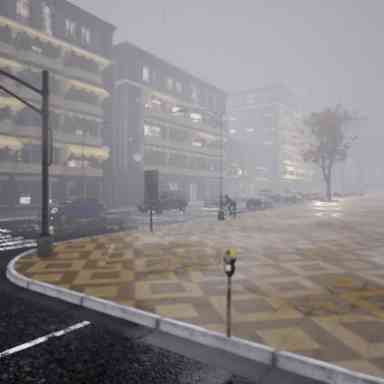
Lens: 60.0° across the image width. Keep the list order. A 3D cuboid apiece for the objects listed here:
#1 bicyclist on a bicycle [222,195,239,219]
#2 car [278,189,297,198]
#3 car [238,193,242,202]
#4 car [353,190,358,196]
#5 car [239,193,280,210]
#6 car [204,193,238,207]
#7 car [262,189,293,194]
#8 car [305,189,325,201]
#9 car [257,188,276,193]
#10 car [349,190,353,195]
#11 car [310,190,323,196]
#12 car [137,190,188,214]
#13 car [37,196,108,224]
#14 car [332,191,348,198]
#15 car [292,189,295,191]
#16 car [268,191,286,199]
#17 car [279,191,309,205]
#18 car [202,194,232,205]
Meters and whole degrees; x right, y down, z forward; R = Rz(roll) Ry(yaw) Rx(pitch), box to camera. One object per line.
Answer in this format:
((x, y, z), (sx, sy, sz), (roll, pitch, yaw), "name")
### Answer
((2.485, 1.035, 22.665), (1.656, 1.620, 0.582), (0, 1, 35), "bicyclist on a bicycle")
((19.184, 0.264, 66.659), (2.192, 1.841, 5.009), (2, 2, 35), "car")
((6.501, 0.844, 48.350), (2.008, 1.369, 4.403), (2, 2, 35), "car")
((38.751, 0.104, 80.206), (1.967, 1.590, 4.097), (1, 2, 35), "car")
((7.051, 1.073, 34.422), (2.008, 1.369, 4.403), (2, 2, 35), "car")
((3.192, 0.985, 39.022), (1.812, 1.442, 4.674), (0, 1, 35), "car")
((11.921, 0.789, 46.113), (1.882, 1.535, 5.008), (0, 1, 35), "car")
((19.828, 0.699, 52.877), (1.752, 1.417, 4.829), (2, 2, 35), "car")
((11.460, 0.461, 50.817), (2.150, 2.045, 5.566), (0, 1, 35), "car")
((32.411, 0.385, 71.051), (2.008, 1.369, 4.403), (1, 2, 35), "car")
((31.861, 0.153, 84.979), (1.887, 1.381, 4.507), (2, 2, 35), "car")
((-2.598, 0.839, 30.663), (2.150, 2.045, 5.566), (0, 1, 35), "car")
((-8.092, 1.122, 22.725), (2.097, 1.767, 4.553), (1, 1, 37), "car")
((29.241, 0.470, 66.474), (2.008, 1.369, 4.403), (1, 2, 35), "car")
((17.790, 0.656, 54.678), (1.837, 1.490, 4.892), (0, 1, 35), "car")
((15.915, 0.562, 61.945), (1.752, 1.417, 4.829), (2, 2, 35), "car")
((13.391, 0.900, 43.579), (2.008, 1.369, 4.403), (2, 2, 35), "car")
((3.331, 0.945, 43.772), (1.947, 1.339, 4.313), (2, 2, 35), "car")
